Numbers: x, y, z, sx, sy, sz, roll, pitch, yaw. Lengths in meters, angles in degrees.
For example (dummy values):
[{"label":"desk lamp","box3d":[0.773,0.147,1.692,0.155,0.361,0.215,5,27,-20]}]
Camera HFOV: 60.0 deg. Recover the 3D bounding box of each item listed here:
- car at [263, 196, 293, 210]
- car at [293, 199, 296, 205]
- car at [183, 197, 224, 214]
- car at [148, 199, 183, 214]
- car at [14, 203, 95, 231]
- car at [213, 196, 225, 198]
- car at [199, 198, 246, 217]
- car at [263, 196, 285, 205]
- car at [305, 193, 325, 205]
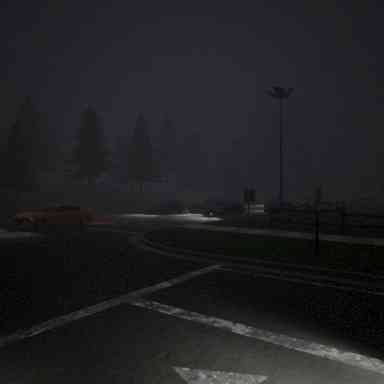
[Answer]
[{"label":"car","box3d":[10.702,1.526,42.015,1.812,1.442,4.674,0,0,35]},{"label":"car","box3d":[15.603,1.601,54.997,1.895,1.301,4.718,0,0,36]},{"label":"car","box3d":[1.391,1.564,34.875,1.994,1.385,4.181,0,0,35]},{"label":"car","box3d":[-2.659,1.526,35.167,1.812,1.442,4.674,0,0,35]},{"label":"car","box3d":[-8.461,1.477,20.862,1.882,1.535,5.008,0,0,35]},{"label":"car","box3d":[2.979,1.352,43.217,2.097,1.767,4.553,0,0,35]},{"label":"car","box3d":[3.196,1.547,31.359,2.033,1.411,5.357,0,0,35]},{"label":"car","box3d":[14.728,1.493,59.786,2.128,1.511,4.902,0,0,35]},{"label":"car","box3d":[20.868,1.223,56.337,2.150,2.045,5.566,0,0,35]}]
